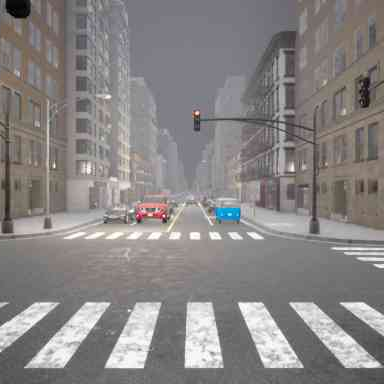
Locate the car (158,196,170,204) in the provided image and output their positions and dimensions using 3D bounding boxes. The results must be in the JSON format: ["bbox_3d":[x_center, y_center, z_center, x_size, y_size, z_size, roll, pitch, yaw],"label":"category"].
[{"bbox_3d":[-5.414,1.548,64.730,1.947,1.339,4.313,0,0,0],"label":"car"}]

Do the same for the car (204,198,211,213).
[{"bbox_3d":[2.622,1.580,36.331,1.802,1.307,4.206,0,0,0],"label":"car"}]

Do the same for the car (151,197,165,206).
[{"bbox_3d":[-5.409,1.556,53.367,1.947,1.339,4.313,0,0,0],"label":"car"}]

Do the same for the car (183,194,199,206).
[{"bbox_3d":[-0.023,1.537,54.681,2.033,1.411,5.357,0,0,0],"label":"car"}]

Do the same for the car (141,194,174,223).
[{"bbox_3d":[-2.858,1.220,25.637,2.150,2.045,5.566,0,0,0],"label":"car"}]

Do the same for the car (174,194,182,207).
[{"bbox_3d":[-2.852,1.497,47.547,1.837,1.490,4.892,0,1,0],"label":"car"}]

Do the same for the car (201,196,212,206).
[{"bbox_3d":[2.618,1.576,47.694,1.802,1.307,4.206,0,0,0],"label":"car"}]

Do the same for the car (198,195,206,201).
[{"bbox_3d":[2.602,1.531,87.463,1.947,1.339,4.313,0,0,0],"label":"car"}]

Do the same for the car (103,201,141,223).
[{"bbox_3d":[-5.399,1.549,24.957,2.008,1.369,4.403,0,0,0],"label":"car"}]

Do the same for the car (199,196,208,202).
[{"bbox_3d":[2.607,1.524,76.100,2.008,1.369,4.403,0,0,0],"label":"car"}]

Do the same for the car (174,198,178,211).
[{"bbox_3d":[-2.866,1.599,35.454,1.895,1.301,4.718,0,0,0],"label":"car"}]

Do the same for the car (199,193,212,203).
[{"bbox_3d":[2.616,1.305,53.375,2.192,1.841,5.009,0,0,0],"label":"car"}]

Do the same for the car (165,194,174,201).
[{"bbox_3d":[-5.421,1.409,81.775,1.967,1.590,4.097,0,0,0],"label":"car"}]

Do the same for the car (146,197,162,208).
[{"bbox_3d":[-5.407,1.520,47.515,1.752,1.417,4.829,0,0,0],"label":"car"}]

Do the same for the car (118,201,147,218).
[{"bbox_3d":[-5.401,1.543,30.638,1.887,1.381,4.507,0,0,0],"label":"car"}]

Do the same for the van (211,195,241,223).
[{"bbox_3d":[2.626,1.340,24.969,1.690,1.788,3.998,0,0,0],"label":"van"}]

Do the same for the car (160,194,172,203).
[{"bbox_3d":[-5.416,1.293,70.411,2.192,1.841,5.009,0,0,0],"label":"car"}]
